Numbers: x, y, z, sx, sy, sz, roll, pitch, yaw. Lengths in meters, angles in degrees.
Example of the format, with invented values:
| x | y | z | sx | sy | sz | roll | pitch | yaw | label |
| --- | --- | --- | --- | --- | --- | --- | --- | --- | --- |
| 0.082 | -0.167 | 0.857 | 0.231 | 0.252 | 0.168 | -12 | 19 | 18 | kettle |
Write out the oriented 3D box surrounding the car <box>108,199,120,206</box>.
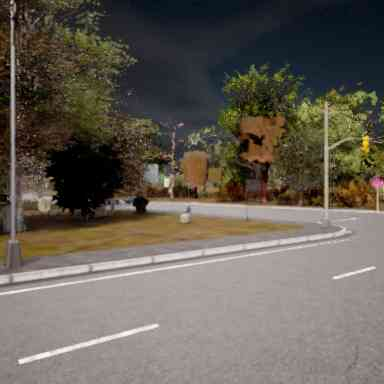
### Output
| x | y | z | sx | sy | sz | roll | pitch | yaw | label |
| --- | --- | --- | --- | --- | --- | --- | --- | --- | --- |
| -13.512 | 1.488 | 54.320 | 2.033 | 1.411 | 5.357 | 0 | 0 | -38 | car |

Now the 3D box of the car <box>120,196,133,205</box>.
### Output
| x | y | z | sx | sy | sz | roll | pitch | yaw | label |
| --- | --- | --- | --- | --- | --- | --- | --- | --- | --- |
| -9.510 | 1.435 | 54.877 | 1.837 | 1.490 | 4.892 | 0 | 0 | -38 | car |
